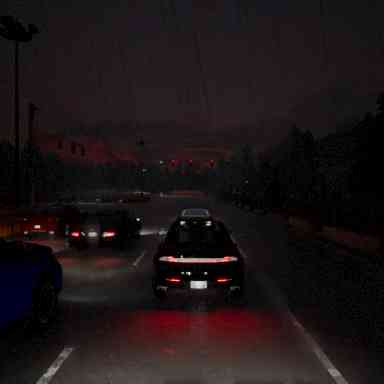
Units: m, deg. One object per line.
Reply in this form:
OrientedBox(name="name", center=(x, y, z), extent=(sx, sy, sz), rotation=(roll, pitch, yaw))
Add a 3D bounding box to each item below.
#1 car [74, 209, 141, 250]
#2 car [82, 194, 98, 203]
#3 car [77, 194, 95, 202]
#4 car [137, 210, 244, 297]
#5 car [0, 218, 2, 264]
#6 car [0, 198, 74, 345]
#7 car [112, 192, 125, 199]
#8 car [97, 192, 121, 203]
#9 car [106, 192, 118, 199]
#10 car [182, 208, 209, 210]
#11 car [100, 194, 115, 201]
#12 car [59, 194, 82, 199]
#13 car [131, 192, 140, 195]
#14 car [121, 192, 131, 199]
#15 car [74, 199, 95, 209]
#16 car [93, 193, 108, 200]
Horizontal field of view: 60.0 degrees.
OrientedBox(name="car", center=(-3.339, 1.455, 13.737), extent=(2.033, 1.411, 5.357), rotation=(0, 0, 0))
OrientedBox(name="car", center=(-17.232, 1.146, 57.376), extent=(1.994, 1.385, 4.181), rotation=(0, 0, 1))
OrientedBox(name="car", center=(-20.622, 1.126, 65.009), extent=(1.895, 1.301, 4.718), rotation=(0, 0, 1))
OrientedBox(name="car", center=(0.132, 1.439, 8.417), extent=(2.128, 1.511, 4.902), rotation=(0, 0, 0))
OrientedBox(name="car", center=(-6.876, 1.513, 8.167), extent=(1.994, 1.385, 4.181), rotation=(0, 0, 1))
OrientedBox(name="car", center=(-3.385, 1.205, 3.563), extent=(2.150, 2.045, 5.566), rotation=(0, 0, 0))
OrientedBox(name="car", center=(-17.026, 0.787, 77.485), extent=(2.097, 1.767, 4.553), rotation=(0, 0, 0))
OrientedBox(name="car", center=(-13.755, 1.122, 55.407), extent=(1.812, 1.442, 4.674), rotation=(0, 0, 1))
OrientedBox(name="car", center=(-20.476, 0.852, 85.169), extent=(1.882, 1.535, 5.008), rotation=(0, 0, 0))
OrientedBox(name="car", center=(0.186, 1.478, 17.747), extent=(1.895, 1.301, 4.718), rotation=(0, 0, 0))
OrientedBox(name="car", center=(-17.092, 1.071, 67.352), extent=(1.994, 1.385, 4.181), rotation=(0, 0, 0))
OrientedBox(name="car", center=(-20.740, 1.072, 55.675), extent=(1.882, 1.535, 5.008), rotation=(0, 0, 2))
OrientedBox(name="car", center=(-13.545, 0.978, 74.491), extent=(1.812, 1.442, 4.674), rotation=(0, 0, 0))
OrientedBox(name="car", center=(-13.649, 1.054, 64.470), extent=(1.812, 1.442, 4.674), rotation=(0, 0, 1))
OrientedBox(name="car", center=(-6.831, 1.360, 17.152), extent=(1.882, 1.535, 5.008), rotation=(0, 0, 0))
OrientedBox(name="car", center=(-20.543, 0.928, 74.950), extent=(1.882, 1.535, 5.008), rotation=(0, 0, 0))
